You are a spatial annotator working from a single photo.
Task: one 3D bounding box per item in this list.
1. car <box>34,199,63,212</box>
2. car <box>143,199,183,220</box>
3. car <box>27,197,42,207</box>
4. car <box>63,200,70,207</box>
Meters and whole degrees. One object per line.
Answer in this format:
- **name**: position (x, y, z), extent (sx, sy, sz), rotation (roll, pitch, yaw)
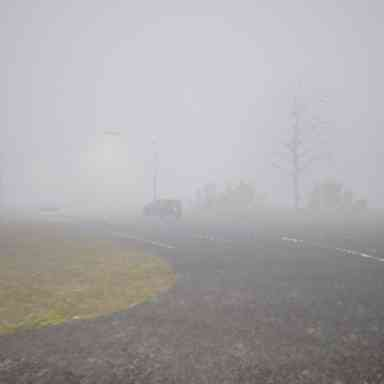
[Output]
- **car**: position (-20.863, 2.174, 48.215), extent (2.033, 1.411, 5.357), rotation (1, -1, -35)
- **car**: position (-3.072, 1.743, 34.150), extent (2.150, 2.045, 5.566), rotation (1, -1, -34)
- **car**: position (-33.500, 2.076, 70.337), extent (2.150, 2.045, 5.566), rotation (1, -1, -26)
- **car**: position (-27.206, 2.430, 70.346), extent (2.033, 1.411, 5.357), rotation (1, -1, -34)
